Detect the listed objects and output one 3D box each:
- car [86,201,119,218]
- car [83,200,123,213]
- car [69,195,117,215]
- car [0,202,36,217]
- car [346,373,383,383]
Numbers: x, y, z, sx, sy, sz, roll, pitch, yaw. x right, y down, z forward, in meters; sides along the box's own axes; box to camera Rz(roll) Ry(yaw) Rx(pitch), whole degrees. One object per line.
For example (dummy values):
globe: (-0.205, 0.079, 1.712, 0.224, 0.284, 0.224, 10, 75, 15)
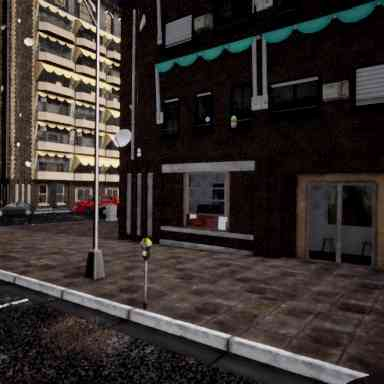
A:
car: (-7.426, 1.822, 31.605, 1.947, 1.339, 4.313, 1, 0, 36)
car: (-10.880, 1.708, 41.039, 1.887, 1.381, 4.507, 1, 0, 36)
car: (-10.739, 1.396, 36.835, 2.150, 2.045, 5.566, 1, 1, 37)
car: (-17.449, 1.622, 32.133, 2.008, 1.369, 4.403, 1, 0, 36)
car: (2.671, 1.552, 1.109, 4.403, 1.369, 2.008, 0, 1, 36)
